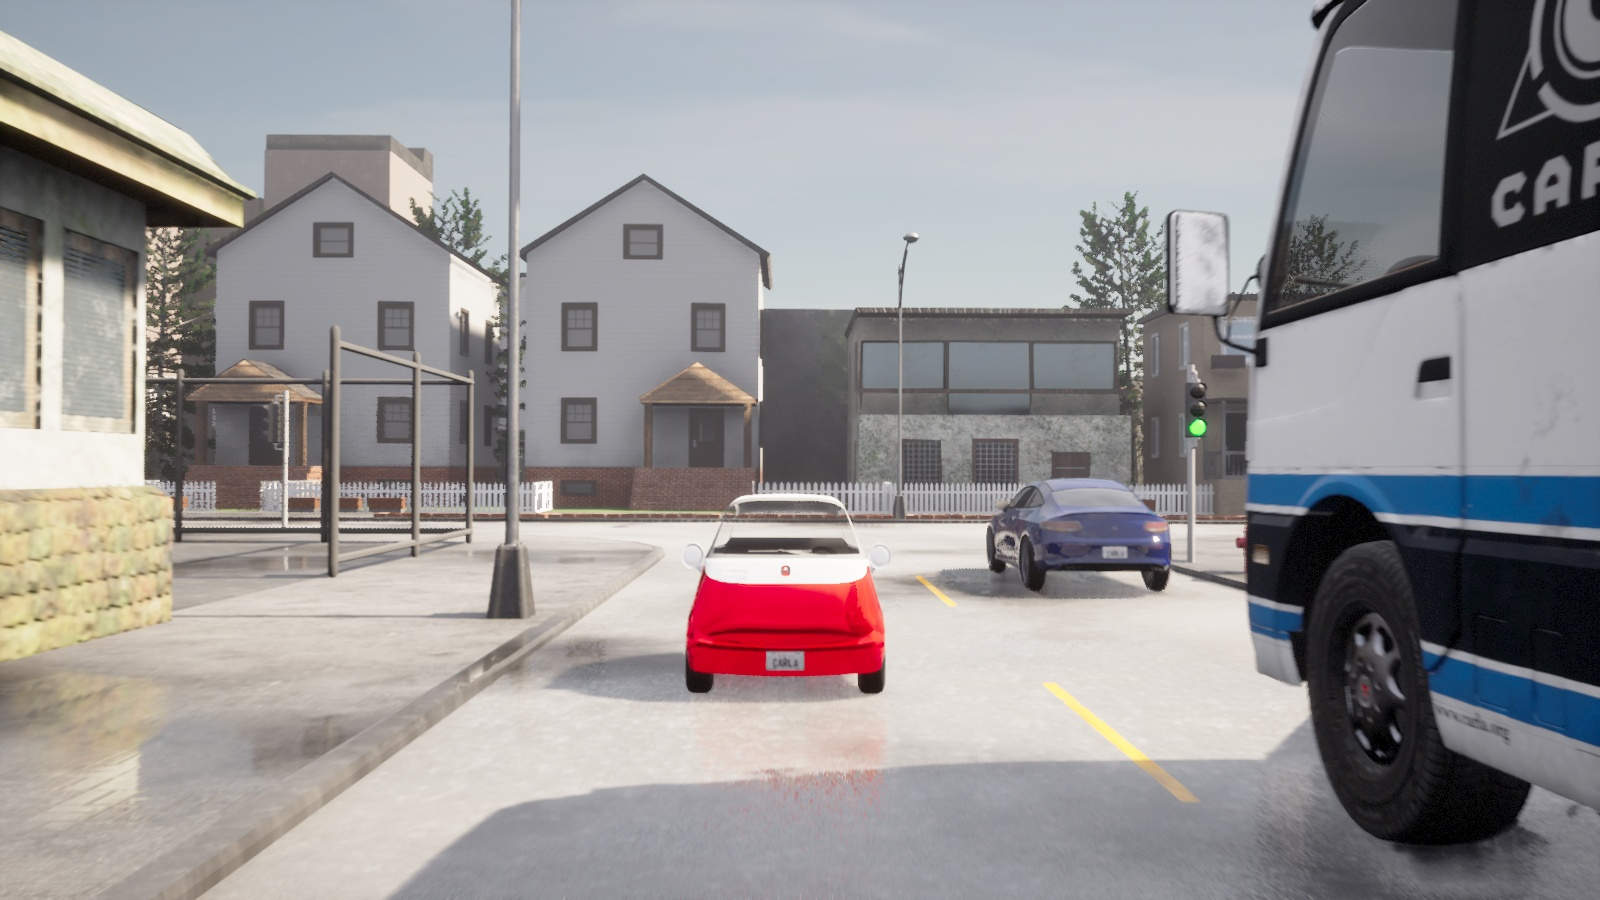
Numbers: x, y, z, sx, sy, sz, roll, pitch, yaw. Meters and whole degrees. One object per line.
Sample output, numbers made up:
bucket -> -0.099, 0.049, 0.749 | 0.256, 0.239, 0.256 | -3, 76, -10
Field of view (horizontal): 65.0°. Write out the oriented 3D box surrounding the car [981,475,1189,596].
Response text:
car -> 3.821, 1.086, 17.664 | 1.812, 1.442, 4.674 | 0, -1, -1

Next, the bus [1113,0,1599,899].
bus -> 3.961, -0.544, 2.434 | 3.944, 4.253, 10.273 | 0, -1, -1

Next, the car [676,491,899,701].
car -> -0.092, 1.007, 9.468 | 1.481, 1.376, 2.207 | 0, -2, 0
